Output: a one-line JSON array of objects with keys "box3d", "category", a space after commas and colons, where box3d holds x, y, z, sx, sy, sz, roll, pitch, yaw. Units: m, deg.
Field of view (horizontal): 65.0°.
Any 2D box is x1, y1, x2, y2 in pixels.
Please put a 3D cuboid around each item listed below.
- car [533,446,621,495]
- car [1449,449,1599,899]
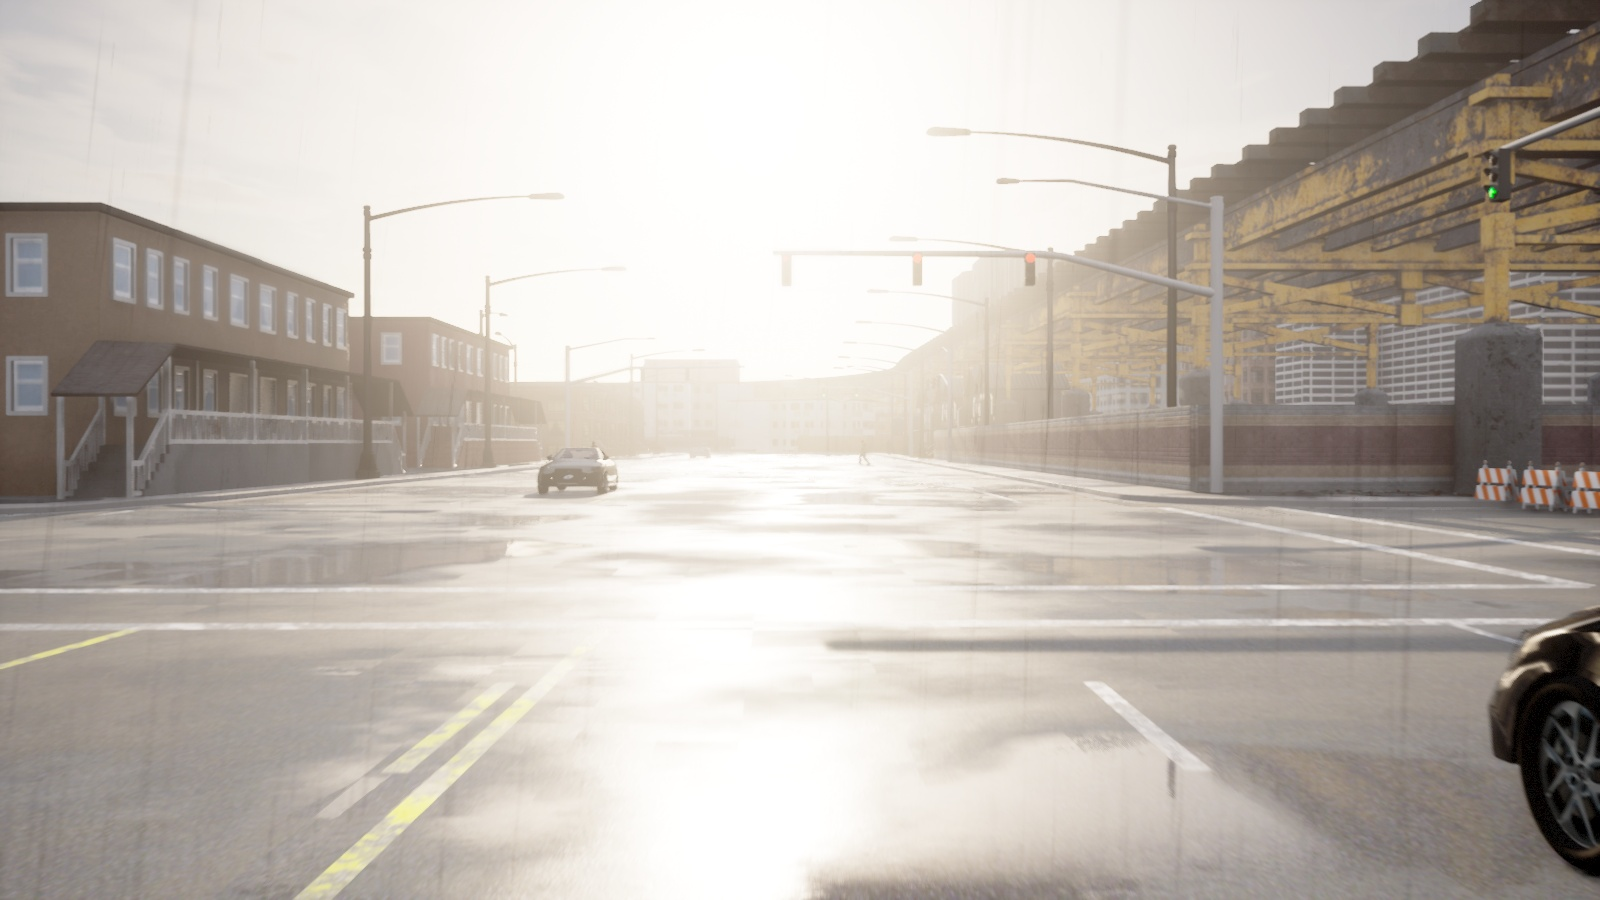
[{"box3d": [-6.767, 0.588, 38.507, 1.994, 1.385, 4.181, 0, 0, 0], "category": "car"}, {"box3d": [3.532, 0.746, 2.994, 1.816, 1.474, 4.193, 0, 0, 0], "category": "car"}]
